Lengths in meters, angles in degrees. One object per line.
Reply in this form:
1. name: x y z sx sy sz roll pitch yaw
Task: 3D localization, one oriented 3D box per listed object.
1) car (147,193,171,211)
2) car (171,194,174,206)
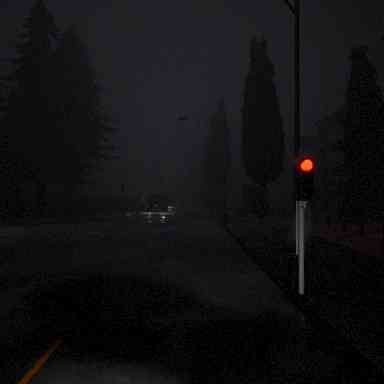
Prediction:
1. car: -4.166 1.221 40.843 2.150 2.045 5.566 0 0 0
2. car: -4.164 1.223 53.681 2.150 2.045 5.566 0 0 0
